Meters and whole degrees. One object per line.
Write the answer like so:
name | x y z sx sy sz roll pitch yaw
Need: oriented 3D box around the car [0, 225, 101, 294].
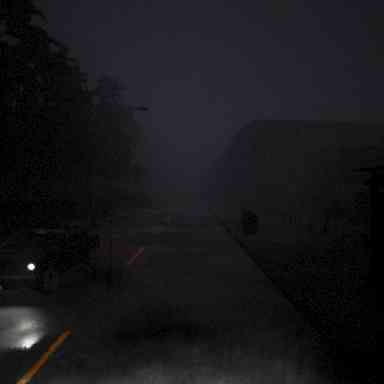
car | -4.003 1.616 8.944 1.895 1.301 4.718 0 0 0
